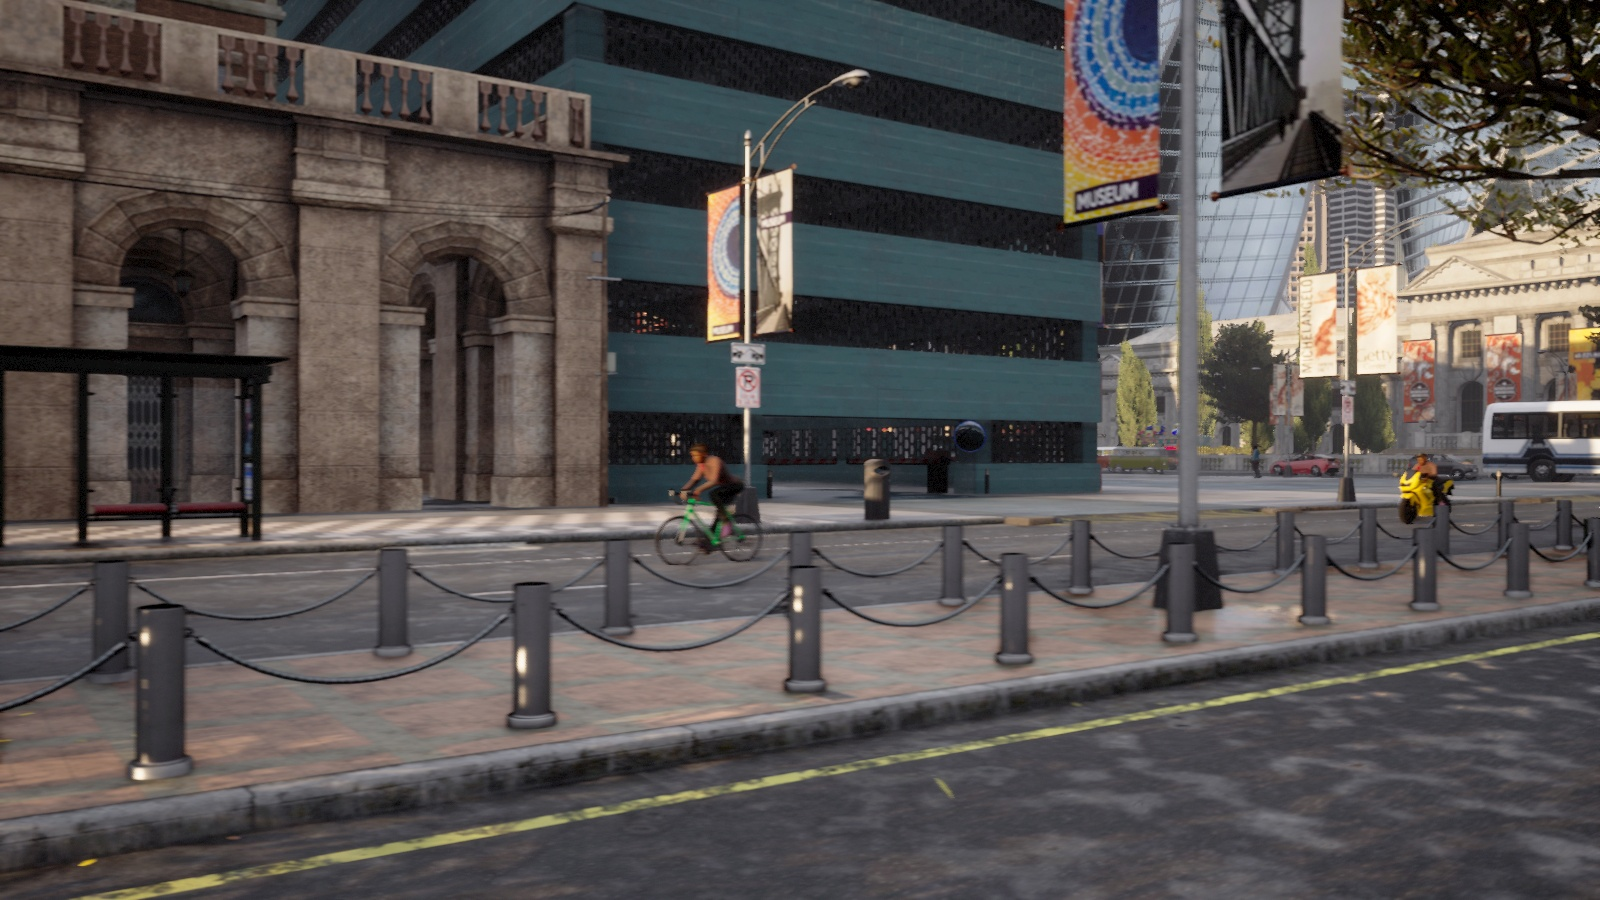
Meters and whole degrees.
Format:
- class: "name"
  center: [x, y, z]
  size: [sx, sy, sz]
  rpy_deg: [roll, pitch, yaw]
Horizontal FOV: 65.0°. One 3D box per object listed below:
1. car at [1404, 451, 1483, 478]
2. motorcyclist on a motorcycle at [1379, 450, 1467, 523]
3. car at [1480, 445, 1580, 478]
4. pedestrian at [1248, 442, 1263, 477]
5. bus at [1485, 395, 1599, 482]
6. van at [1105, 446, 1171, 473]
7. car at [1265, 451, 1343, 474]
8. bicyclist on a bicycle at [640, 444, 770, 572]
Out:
- class: "car"
  center: [37.477, 0.823, 73.204]
  size: [1.789, 1.549, 3.705]
  rpy_deg: [0, 0, -35]
- class: "motorcyclist on a motorcycle"
  center: [13.417, 0.765, 27.031]
  size: [2.044, 1.523, 0.797]
  rpy_deg: [0, 0, -35]
- class: "car"
  center: [42.155, 0.650, 72.603]
  size: [1.932, 1.855, 4.605]
  rpy_deg: [0, 0, -35]
- class: "pedestrian"
  center: [24.686, 0.516, 68.044]
  size: [0.396, 1.930, 0.692]
  rpy_deg: [0, 0, -37]
- class: "bus"
  center: [40.707, -0.562, 63.168]
  size: [3.944, 4.253, 10.273]
  rpy_deg: [0, -1, -42]
- class: "van"
  center: [25.250, 0.675, 93.898]
  size: [4.442, 1.987, 1.775]
  rpy_deg: [0, 0, 41]
- class: "car"
  center: [33.878, 0.827, 84.478]
  size: [2.007, 1.525, 4.514]
  rpy_deg: [0, 0, -35]
- class: "bicyclist on a bicycle"
  center: [-1.258, 0.742, 16.786]
  size: [1.656, 1.620, 0.582]
  rpy_deg: [0, 0, -35]
